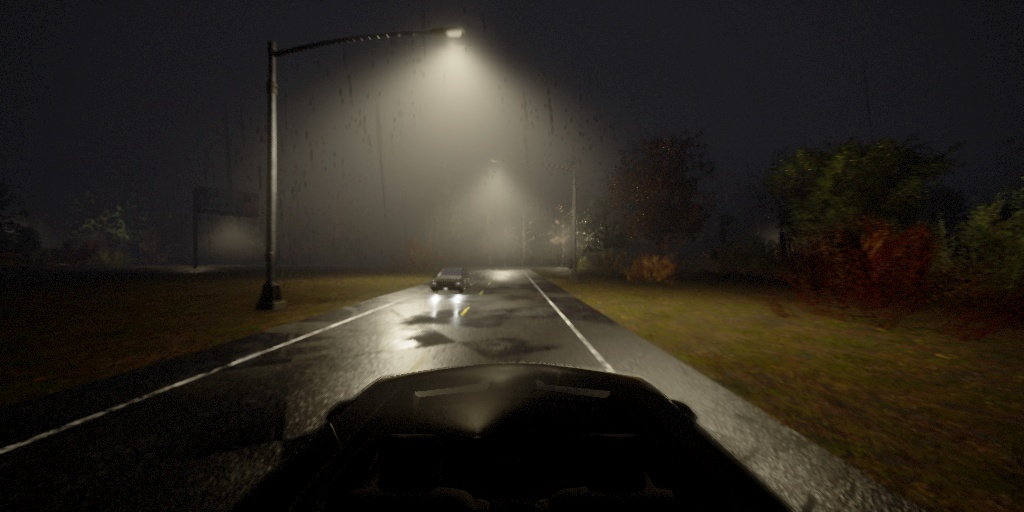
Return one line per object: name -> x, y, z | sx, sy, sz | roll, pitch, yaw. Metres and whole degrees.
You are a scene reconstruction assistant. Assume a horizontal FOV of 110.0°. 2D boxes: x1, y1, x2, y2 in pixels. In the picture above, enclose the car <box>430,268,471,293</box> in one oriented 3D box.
car -> -3.612, 1.418, 22.167 | 2.033, 1.411, 5.357 | 0, 0, 0
